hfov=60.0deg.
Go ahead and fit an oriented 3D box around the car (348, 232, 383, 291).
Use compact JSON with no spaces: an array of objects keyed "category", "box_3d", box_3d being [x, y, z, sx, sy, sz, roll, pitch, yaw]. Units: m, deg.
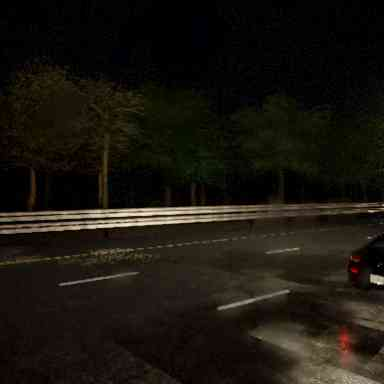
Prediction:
[{"category":"car","box_3d":[5.490,1.542,7.783,4.674,1.442,1.812,0,0,-35]}]
